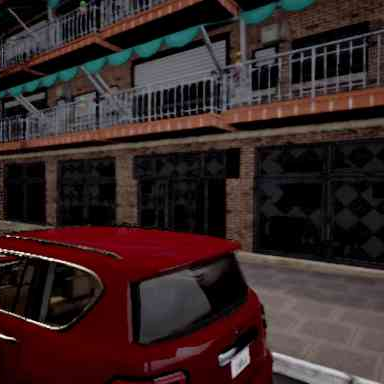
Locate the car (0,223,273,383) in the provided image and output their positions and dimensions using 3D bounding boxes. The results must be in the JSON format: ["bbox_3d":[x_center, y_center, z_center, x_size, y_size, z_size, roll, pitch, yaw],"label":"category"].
[{"bbox_3d":[-1.592,1.310,3.802,5.009,1.841,2.192,0,1,36],"label":"car"}]
